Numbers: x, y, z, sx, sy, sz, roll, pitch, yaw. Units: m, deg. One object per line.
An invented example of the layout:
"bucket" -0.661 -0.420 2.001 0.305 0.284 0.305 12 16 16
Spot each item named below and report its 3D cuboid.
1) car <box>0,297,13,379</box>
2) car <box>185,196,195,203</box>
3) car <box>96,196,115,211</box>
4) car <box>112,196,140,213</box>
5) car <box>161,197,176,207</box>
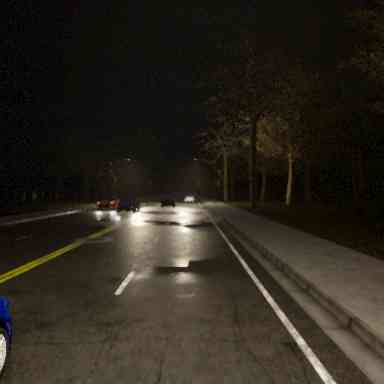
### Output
"car" -3.154 1.473 2.140 1.882 1.535 5.008 0 0 0
"car" -0.412 1.427 64.433 1.812 1.442 4.674 0 0 -1
"car" -9.994 1.281 40.076 2.097 1.767 4.553 0 0 0
"car" -6.723 1.413 35.511 1.882 1.535 5.008 0 0 0
"car" -3.384 1.397 48.040 1.882 1.535 5.008 0 0 0
